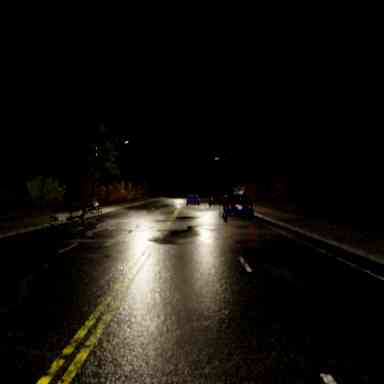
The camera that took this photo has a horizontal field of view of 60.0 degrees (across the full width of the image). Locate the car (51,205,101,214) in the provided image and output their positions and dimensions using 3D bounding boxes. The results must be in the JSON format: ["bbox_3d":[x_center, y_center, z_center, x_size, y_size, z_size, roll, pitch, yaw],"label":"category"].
[{"bbox_3d":[-6.493,1.082,19.075,2.128,1.511,4.902,0,0,0],"label":"car"}]

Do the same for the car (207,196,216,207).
[{"bbox_3d":[3.278,1.360,47.101,1.837,1.490,4.892,0,1,0],"label":"car"}]

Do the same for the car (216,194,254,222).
[{"bbox_3d":[3.319,1.148,25.550,2.150,2.045,5.566,0,1,0],"label":"car"}]

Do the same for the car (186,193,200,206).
[{"bbox_3d":[0.126,1.321,50.065,1.882,1.535,5.008,0,0,0],"label":"car"}]
